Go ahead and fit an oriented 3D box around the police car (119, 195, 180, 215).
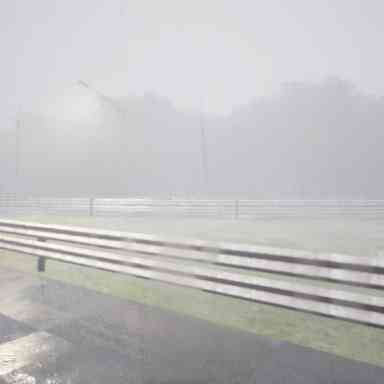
[{"bbox_3d":[-3.545,1.038,27.581,5.238,1.638,1.930,0,0,13],"label":"police car"}]
